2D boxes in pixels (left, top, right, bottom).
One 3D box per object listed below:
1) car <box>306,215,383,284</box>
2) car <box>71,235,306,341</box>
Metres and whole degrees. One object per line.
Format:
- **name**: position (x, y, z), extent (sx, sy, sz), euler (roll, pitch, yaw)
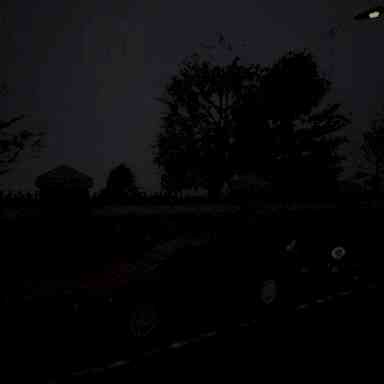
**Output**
- **car**: position (4.577, 1.535, 9.819), extent (4.097, 1.590, 1.967), euler (1, 0, -35)
- **car**: position (-0.007, 1.580, 6.553), extent (4.507, 1.381, 1.887), euler (1, 0, -35)
